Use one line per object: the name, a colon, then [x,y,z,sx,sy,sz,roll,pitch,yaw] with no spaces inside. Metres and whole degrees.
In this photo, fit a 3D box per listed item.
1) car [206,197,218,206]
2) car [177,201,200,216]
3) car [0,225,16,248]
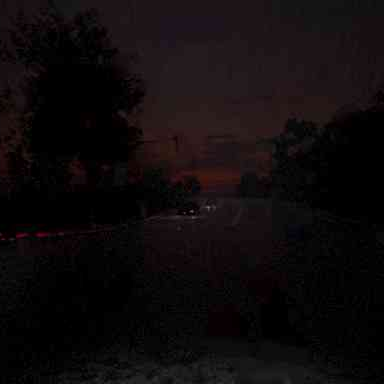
car: [3.556,1.655,59.172,2.128,1.511,4.902,-2,1,7]
car: [-0.311,1.767,35.197,1.837,1.490,4.892,-2,2,10]
car: [-10.142,1.943,14.336,4.674,1.442,1.812,-2,2,-3]
